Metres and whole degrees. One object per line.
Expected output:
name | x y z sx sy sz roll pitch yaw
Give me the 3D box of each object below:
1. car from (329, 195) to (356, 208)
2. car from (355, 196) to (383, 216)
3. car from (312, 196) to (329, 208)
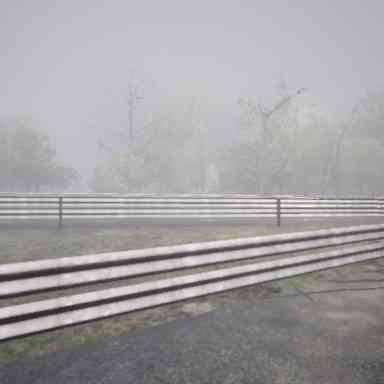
car | 14.674 1.052 28.416 5.008 1.535 1.882 1 0 -14
car | 15.476 1.131 25.008 5.357 1.411 2.033 1 0 -14
car | 13.835 1.089 31.816 4.674 1.442 1.812 1 0 -14
